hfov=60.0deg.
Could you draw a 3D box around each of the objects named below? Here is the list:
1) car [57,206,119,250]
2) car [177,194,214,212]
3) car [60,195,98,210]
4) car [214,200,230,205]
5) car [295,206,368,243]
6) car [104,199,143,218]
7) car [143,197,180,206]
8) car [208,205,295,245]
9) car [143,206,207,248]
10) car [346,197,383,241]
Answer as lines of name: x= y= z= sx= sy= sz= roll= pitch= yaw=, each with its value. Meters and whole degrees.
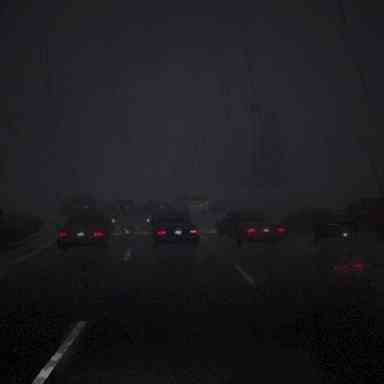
car: x=-4.407 y=1.563 z=14.320 sx=2.033 sy=1.411 sz=5.357 roll=0 pitch=0 yaw=-10
car: x=-0.486 y=1.258 z=33.143 sx=2.150 sy=2.045 sz=5.566 roll=0 pitch=0 yaw=-31
car: x=-9.466 y=1.258 z=27.702 sx=2.150 sy=2.045 sz=5.566 roll=0 pitch=0 yaw=-31
car: x=2.523 y=1.572 z=34.931 sx=1.994 sy=1.385 sz=4.181 roll=0 pitch=0 yaw=-31
car: x=5.928 y=1.516 z=16.172 sx=1.837 sy=1.490 sz=4.892 roll=0 pitch=0 yaw=-10
car: x=-6.441 y=1.366 z=29.464 sx=2.097 sy=1.767 sz=4.553 roll=0 pitch=0 yaw=-31
car: x=-3.464 y=1.495 z=31.304 sx=2.128 sy=1.511 sz=4.902 roll=0 pitch=0 yaw=-31
car: x=2.483 y=1.563 z=15.555 sx=2.033 sy=1.411 sz=5.357 roll=0 pitch=0 yaw=-10
car: x=-0.962 y=1.563 z=14.938 sx=2.033 sy=1.411 sz=5.357 roll=0 pitch=0 yaw=-10
car: x=9.368 y=1.258 z=16.819 sx=2.150 sy=2.045 sz=5.566 roll=0 pitch=0 yaw=-10
